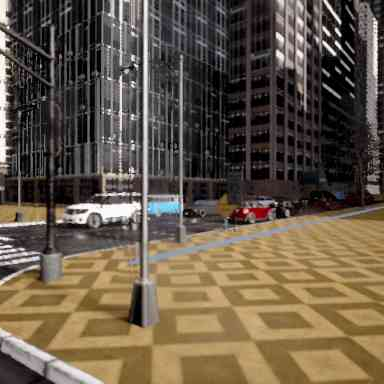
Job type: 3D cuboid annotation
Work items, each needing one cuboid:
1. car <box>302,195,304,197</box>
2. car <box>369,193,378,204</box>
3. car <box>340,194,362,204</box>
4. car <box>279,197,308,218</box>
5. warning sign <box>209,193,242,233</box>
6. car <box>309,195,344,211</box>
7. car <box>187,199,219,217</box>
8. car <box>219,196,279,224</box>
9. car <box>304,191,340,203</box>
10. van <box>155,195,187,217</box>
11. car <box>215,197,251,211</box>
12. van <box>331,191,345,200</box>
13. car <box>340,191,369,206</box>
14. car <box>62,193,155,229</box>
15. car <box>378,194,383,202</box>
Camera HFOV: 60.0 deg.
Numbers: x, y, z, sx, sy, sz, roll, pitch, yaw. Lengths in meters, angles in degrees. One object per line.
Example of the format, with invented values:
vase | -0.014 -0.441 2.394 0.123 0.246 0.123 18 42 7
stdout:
car | 19.075 1.114 54.854 1.947 1.339 4.313 1 1 39
car | 25.551 0.889 49.530 2.192 1.841 5.009 1 1 39
car | 25.856 1.086 54.011 2.033 1.411 5.357 0 1 39
car | 7.596 1.350 27.474 1.947 1.339 4.313 1 1 39
warning sign | 1.676 0.997 16.604 1.300 1.860 1.060 0 0 39
car | 14.746 1.282 36.322 1.802 1.307 4.206 1 1 39
car | 1.227 1.335 28.950 2.033 1.411 5.357 0 1 39
car | 4.039 1.267 23.033 1.967 1.590 4.097 1 1 39
car | 16.947 0.865 43.124 2.150 2.045 5.566 0 1 40
van | -2.624 1.141 28.506 1.690 1.788 3.998 1 1 39
car | 4.663 1.261 37.245 1.887 1.381 4.507 1 1 39
van | 29.880 0.764 68.063 1.690 1.788 3.998 1 1 39
car | 21.950 0.931 45.127 2.192 1.841 5.009 1 1 39
car | -5.272 1.086 20.997 2.150 2.045 5.566 0 0 39
car | 32.860 1.014 58.472 1.752 1.417 4.829 1 1 39
